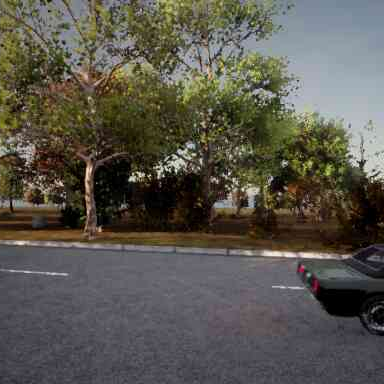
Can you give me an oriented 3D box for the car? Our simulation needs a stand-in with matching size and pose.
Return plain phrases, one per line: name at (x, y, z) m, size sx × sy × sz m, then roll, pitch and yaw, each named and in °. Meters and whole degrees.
car at (4.443, 1.657, 5.930) m, size 4.718 × 1.301 × 1.895 m, roll 1°, pitch -1°, yaw 7°
